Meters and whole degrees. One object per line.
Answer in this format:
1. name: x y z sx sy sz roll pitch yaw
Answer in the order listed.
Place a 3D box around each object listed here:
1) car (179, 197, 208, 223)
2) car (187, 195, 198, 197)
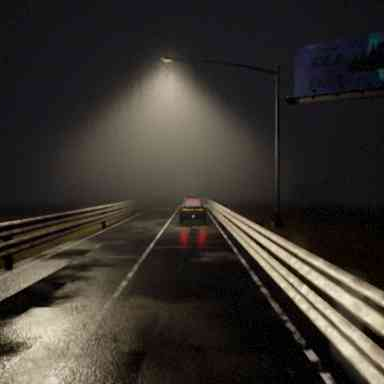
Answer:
1. car: 0.083 1.351 23.776 2.128 1.511 4.902 0 0 0
2. car: 0.071 1.107 41.671 2.097 1.767 4.553 0 0 0
